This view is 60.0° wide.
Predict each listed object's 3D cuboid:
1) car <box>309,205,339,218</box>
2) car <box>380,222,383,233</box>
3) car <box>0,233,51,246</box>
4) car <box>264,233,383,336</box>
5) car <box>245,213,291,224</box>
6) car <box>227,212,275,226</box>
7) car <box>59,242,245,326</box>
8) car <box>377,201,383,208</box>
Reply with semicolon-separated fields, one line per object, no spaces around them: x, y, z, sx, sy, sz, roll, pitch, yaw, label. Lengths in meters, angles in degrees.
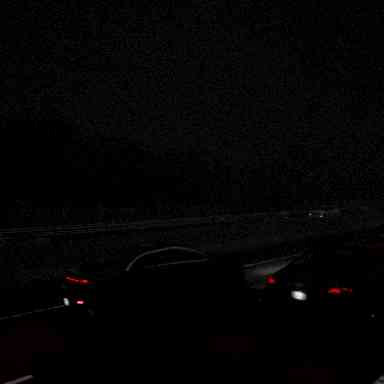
19.332;3.027;48.635;5.566;2.045;2.150;0;-4;-40;car
13.037;2.067;20.085;4.892;1.490;1.837;0;-4;-40;car
-12.004;3.423;21.933;4.718;1.301;1.895;0;-4;-40;car
3.468;1.851;7.341;4.181;1.385;1.994;0;-4;-40;car
7.098;2.865;29.037;4.674;1.442;1.812;0;-4;-40;car
5.455;3.072;32.226;5.008;1.535;1.882;0;-4;-40;car
-0.720;2.028;8.368;4.902;1.511;2.128;0;-4;-40;car
42.831;2.917;73.184;5.566;2.045;2.150;1;-5;-40;car
